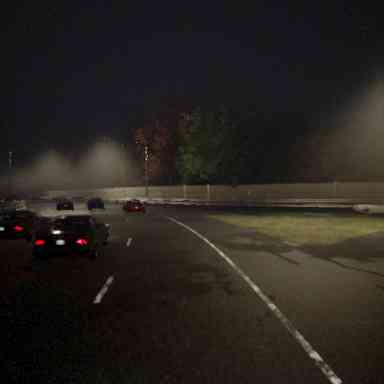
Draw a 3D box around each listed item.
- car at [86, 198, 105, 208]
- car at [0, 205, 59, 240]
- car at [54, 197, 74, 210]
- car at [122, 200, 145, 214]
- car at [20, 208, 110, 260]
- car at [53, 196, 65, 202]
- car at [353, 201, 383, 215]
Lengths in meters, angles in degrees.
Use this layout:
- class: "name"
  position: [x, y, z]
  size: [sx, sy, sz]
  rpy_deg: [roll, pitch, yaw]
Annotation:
- class: "car"
  position: [-12.501, 1.548, 42.856]
  size: [1.882, 1.535, 5.008]
  rpy_deg: [0, 0, -23]
- class: "car"
  position: [-8.392, 1.599, 16.408]
  size: [2.033, 1.411, 5.357]
  rpy_deg: [0, 0, -10]
- class: "car"
  position: [-16.544, 1.661, 43.340]
  size: [1.994, 1.385, 4.181]
  rpy_deg: [0, 0, -24]
- class: "car"
  position: [-6.491, 1.595, 36.823]
  size: [1.994, 1.385, 4.181]
  rpy_deg: [0, 0, -19]
- class: "car"
  position: [-4.287, 1.572, 12.528]
  size: [2.033, 1.411, 5.357]
  rpy_deg: [0, 0, -7]
- class: "car"
  position: [-30.332, 1.657, 76.686]
  size: [1.882, 1.535, 5.008]
  rpy_deg: [0, 0, -44]
- class: "car"
  position: [17.704, 1.470, 31.103]
  size: [4.718, 1.301, 1.895]
  rpy_deg: [0, 0, 11]
